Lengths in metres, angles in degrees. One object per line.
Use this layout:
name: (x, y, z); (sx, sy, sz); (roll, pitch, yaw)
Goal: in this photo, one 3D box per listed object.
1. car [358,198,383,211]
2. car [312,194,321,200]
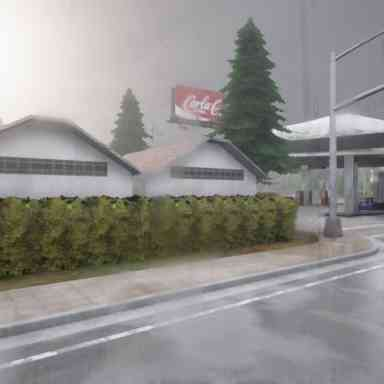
car: (21.703, 1.494, 39.900); (4.611, 1.667, 2.242); (0, 0, -36)
car: (32.811, 1.356, 89.384); (2.152, 1.636, 5.027); (0, 0, -36)
